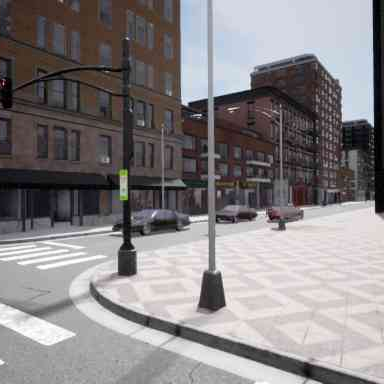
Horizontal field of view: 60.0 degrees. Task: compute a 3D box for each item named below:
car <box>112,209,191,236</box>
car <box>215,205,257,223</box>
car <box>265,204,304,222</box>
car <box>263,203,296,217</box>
[{"bbox_3d":[-2.218,1.708,19.961,2.033,1.411,5.357,-1,-1,36],"label":"car"},{"bbox_3d":[3.690,1.793,28.167,2.033,1.411,5.357,-1,-1,35],"label":"car"},{"bbox_3d":[8.330,1.805,29.128,1.994,1.385,4.181,-1,-1,36],"label":"car"},{"bbox_3d":[9.705,1.929,36.494,1.895,1.301,4.718,-1,-1,36],"label":"car"}]
